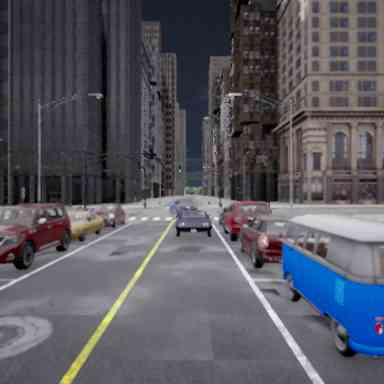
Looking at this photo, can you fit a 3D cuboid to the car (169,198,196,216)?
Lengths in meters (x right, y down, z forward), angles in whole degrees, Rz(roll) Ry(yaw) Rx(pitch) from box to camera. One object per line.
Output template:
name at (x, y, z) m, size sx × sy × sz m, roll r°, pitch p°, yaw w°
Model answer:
car at (-0.945, 1.489, 32.638) m, size 2.097 × 1.767 × 4.553 m, roll 0°, pitch 0°, yaw -14°

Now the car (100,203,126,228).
car at (-5.775, 1.521, 22.608) m, size 1.967 × 1.590 × 4.097 m, roll 0°, pitch 0°, yaw 0°

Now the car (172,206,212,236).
car at (0.092, 1.669, 18.939) m, size 1.895 × 1.301 × 4.718 m, roll 0°, pitch 0°, yaw 0°

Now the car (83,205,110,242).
car at (-5.772, 1.586, 16.836) m, size 1.752 × 1.417 × 4.829 m, roll 0°, pitch 0°, yaw 0°

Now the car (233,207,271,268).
car at (2.755, 1.481, 11.409) m, size 1.967 × 1.590 × 4.097 m, roll 0°, pitch 0°, yaw 0°

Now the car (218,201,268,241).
car at (2.752, 1.376, 17.012) m, size 2.192 × 1.841 × 5.009 m, roll 0°, pitch 0°, yaw 0°

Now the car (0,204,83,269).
car at (-5.771, 1.356, 11.405) m, size 2.192 × 1.841 × 5.009 m, roll 0°, pitch 0°, yaw 0°

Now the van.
van at (2.757, 1.362, 5.808) m, size 1.690 × 1.788 × 3.998 m, roll 0°, pitch 0°, yaw 0°
